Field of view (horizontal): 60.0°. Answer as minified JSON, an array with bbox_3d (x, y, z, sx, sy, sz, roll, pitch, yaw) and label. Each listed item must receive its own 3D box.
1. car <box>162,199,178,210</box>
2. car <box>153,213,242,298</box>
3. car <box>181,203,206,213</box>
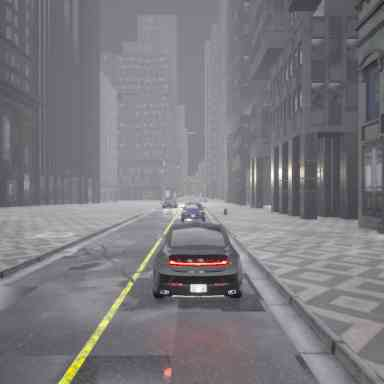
[{"bbox_3d":[-3.066,1.720,46.522,1.994,1.385,4.181,0,-1,0],"label":"car"},{"bbox_3d":[0.105,1.508,8.483,1.837,1.490,4.892,0,0,0],"label":"car"},{"bbox_3d":[0.100,1.556,26.329,1.812,1.442,4.674,0,0,0],"label":"car"}]
